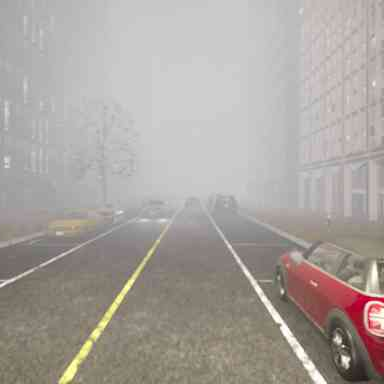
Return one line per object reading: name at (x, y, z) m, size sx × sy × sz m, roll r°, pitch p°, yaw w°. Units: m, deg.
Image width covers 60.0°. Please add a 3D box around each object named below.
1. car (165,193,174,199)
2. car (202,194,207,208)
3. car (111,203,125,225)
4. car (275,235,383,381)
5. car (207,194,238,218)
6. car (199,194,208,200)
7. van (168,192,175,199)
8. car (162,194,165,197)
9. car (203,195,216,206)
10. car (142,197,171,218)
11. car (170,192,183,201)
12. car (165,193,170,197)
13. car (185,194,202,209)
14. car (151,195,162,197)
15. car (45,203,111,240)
car at (-5.680, 1.085, 85.137) m, size 1.887 × 1.381 × 4.507 m, roll 0°, pitch 0°, yaw 0°
car at (2.698, 1.117, 39.586) m, size 2.192 × 1.841 × 5.009 m, roll 0°, pitch 0°, yaw 0°
car at (-5.685, 1.441, 22.523) m, size 2.008 × 1.369 × 4.403 m, roll 0°, pitch 0°, yaw 0°
car at (2.694, 1.415, 5.434) m, size 1.967 × 1.590 × 4.097 m, roll 0°, pitch 0°, yaw 0°
car at (2.697, 1.176, 28.202) m, size 2.192 × 1.841 × 5.009 m, roll 0°, pitch 0°, yaw 0°
car at (2.700, 1.141, 79.432) m, size 1.947 × 1.339 × 4.313 m, roll 0°, pitch 0°, yaw 0°
van at (-5.679, 0.847, 90.828) m, size 1.690 × 1.788 × 3.998 m, roll 0°, pitch 0°, yaw 0°
car at (-5.683, 1.305, 50.985) m, size 1.947 × 1.339 × 4.313 m, roll 0°, pitch 0°, yaw 0°
car at (2.698, 1.264, 51.141) m, size 1.752 × 1.417 × 4.829 m, roll 0°, pitch 0°, yaw 0°
car at (-3.095, 1.385, 28.433) m, size 1.812 × 1.442 × 4.674 m, roll 0°, pitch 0°, yaw 0°
car at (-2.993, 1.163, 70.429) m, size 2.033 × 1.411 × 5.357 m, roll 0°, pitch 0°, yaw 0°
car at (-5.682, 1.257, 62.367) m, size 1.802 × 1.307 × 4.206 m, roll 0°, pitch 0°, yaw 0°
car at (0.103, 1.270, 41.279) m, size 1.882 × 1.535 × 5.008 m, roll 0°, pitch 1°, yaw 0°
car at (-5.683, 1.322, 45.292) m, size 2.008 × 1.369 × 4.403 m, roll 0°, pitch 0°, yaw 0°
car at (-5.686, 1.445, 16.660) m, size 1.752 × 1.417 × 4.829 m, roll 0°, pitch 0°, yaw 0°
